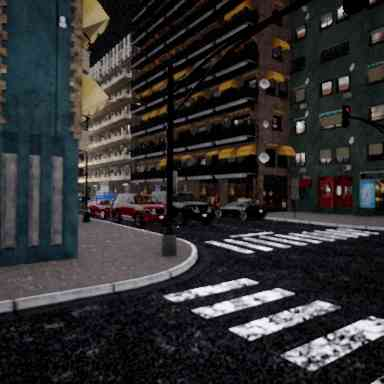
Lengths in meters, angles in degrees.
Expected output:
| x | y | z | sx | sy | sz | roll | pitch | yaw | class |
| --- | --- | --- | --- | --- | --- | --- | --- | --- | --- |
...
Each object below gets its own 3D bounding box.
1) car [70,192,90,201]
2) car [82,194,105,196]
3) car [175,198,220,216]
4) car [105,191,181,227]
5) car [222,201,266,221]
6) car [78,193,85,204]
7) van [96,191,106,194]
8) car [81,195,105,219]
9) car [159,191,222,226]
| x | y | z | sx | sy | sz | roll | pitch | yaw | class |
| --- | --- | --- | --- | --- | --- | --- | --- | --- | --- |
| -19.164 | 0.780 | 56.838 | 1.887 | 1.381 | 4.507 | 2 | 0 | -36 | car |
| -8.861 | 1.155 | 32.658 | 1.895 | 1.301 | 4.718 | 1 | 0 | -36 | car |
| 0.399 | 1.299 | 29.739 | 1.802 | 1.307 | 4.206 | 2 | 0 | -36 | car |
| -3.151 | 1.039 | 20.350 | 2.192 | 1.841 | 5.009 | 2 | 0 | -36 | car |
| 3.659 | 1.364 | 25.223 | 1.947 | 1.339 | 4.313 | 2 | 0 | -36 | car |
| -15.936 | 0.908 | 47.847 | 1.994 | 1.385 | 4.181 | 1 | 0 | -35 | car |
| -12.639 | 0.737 | 47.806 | 1.690 | 1.788 | 3.998 | 2 | 0 | -36 | van |
| -6.418 | 1.188 | 24.866 | 1.887 | 1.381 | 4.507 | 2 | 0 | -36 | car |
| -0.878 | 0.973 | 21.599 | 2.150 | 2.045 | 5.566 | 1 | 0 | -36 | car |
